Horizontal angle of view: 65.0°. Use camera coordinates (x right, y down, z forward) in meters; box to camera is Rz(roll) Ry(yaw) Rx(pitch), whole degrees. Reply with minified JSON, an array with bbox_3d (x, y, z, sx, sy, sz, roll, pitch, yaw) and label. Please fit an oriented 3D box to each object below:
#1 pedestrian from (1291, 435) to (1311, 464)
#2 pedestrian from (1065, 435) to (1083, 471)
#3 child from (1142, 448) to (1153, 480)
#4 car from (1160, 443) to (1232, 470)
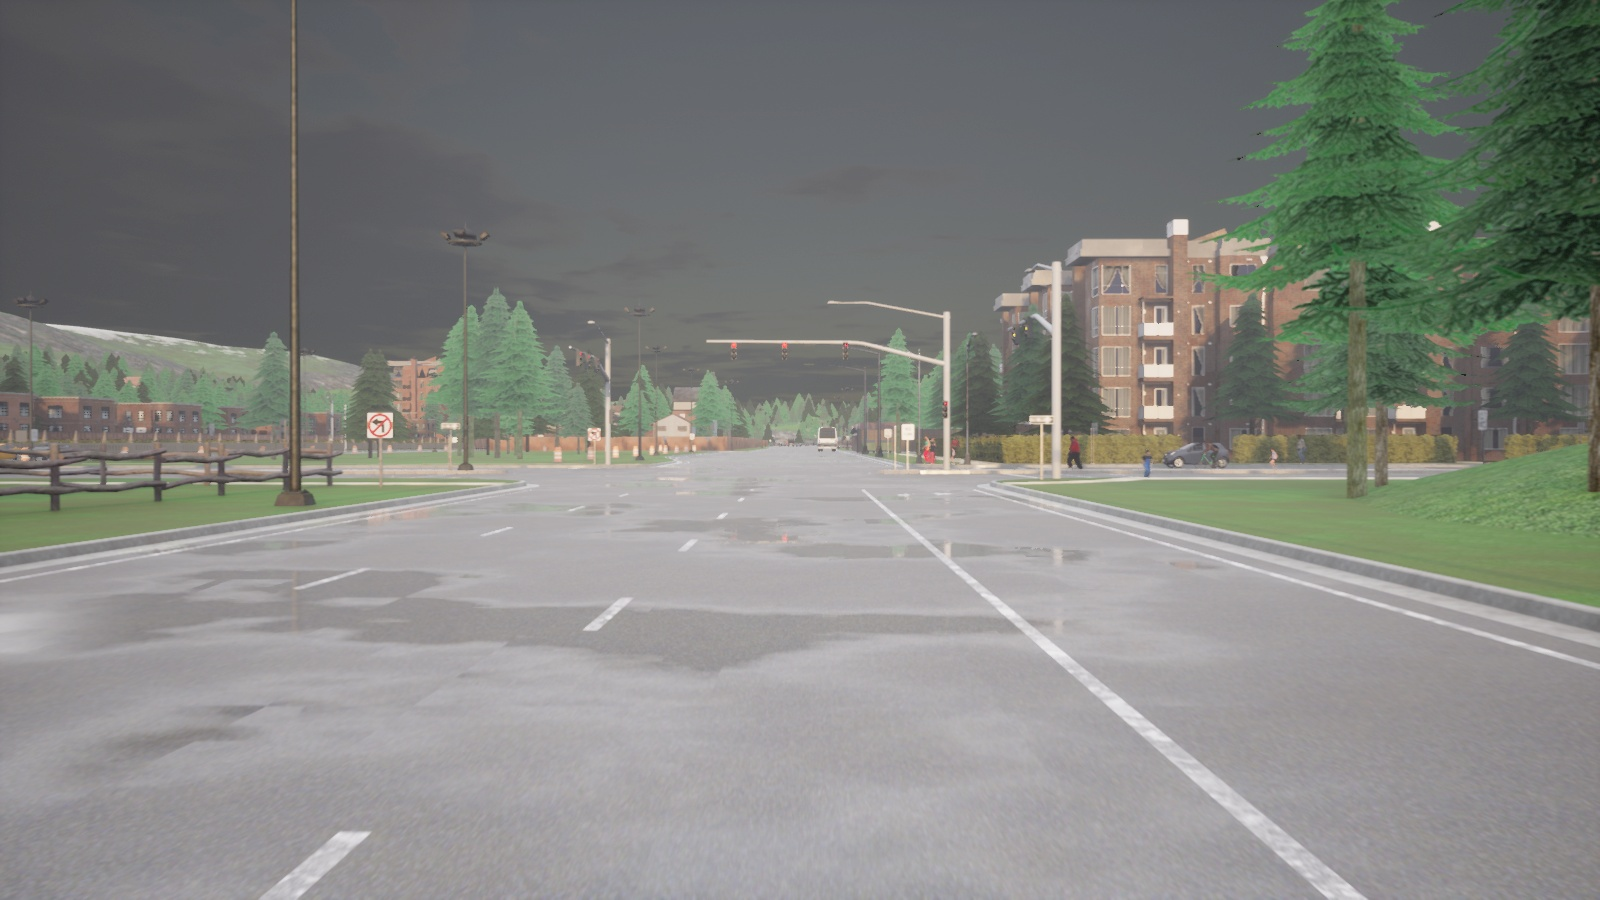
[{"bbox_3d":[31.707,-0.037,79.447,0.900,1.855,0.874,0,0,0],"label":"pedestrian"},{"bbox_3d":[13.790,0.150,63.208,0.899,1.844,0.634,0,0,11],"label":"pedestrian"},{"bbox_3d":[13.833,0.555,49.975,0.270,1.263,0.437,0,0,-9],"label":"child"},{"bbox_3d":[22.898,0.369,72.702,3.633,1.501,1.845,0,0,0],"label":"car"}]
